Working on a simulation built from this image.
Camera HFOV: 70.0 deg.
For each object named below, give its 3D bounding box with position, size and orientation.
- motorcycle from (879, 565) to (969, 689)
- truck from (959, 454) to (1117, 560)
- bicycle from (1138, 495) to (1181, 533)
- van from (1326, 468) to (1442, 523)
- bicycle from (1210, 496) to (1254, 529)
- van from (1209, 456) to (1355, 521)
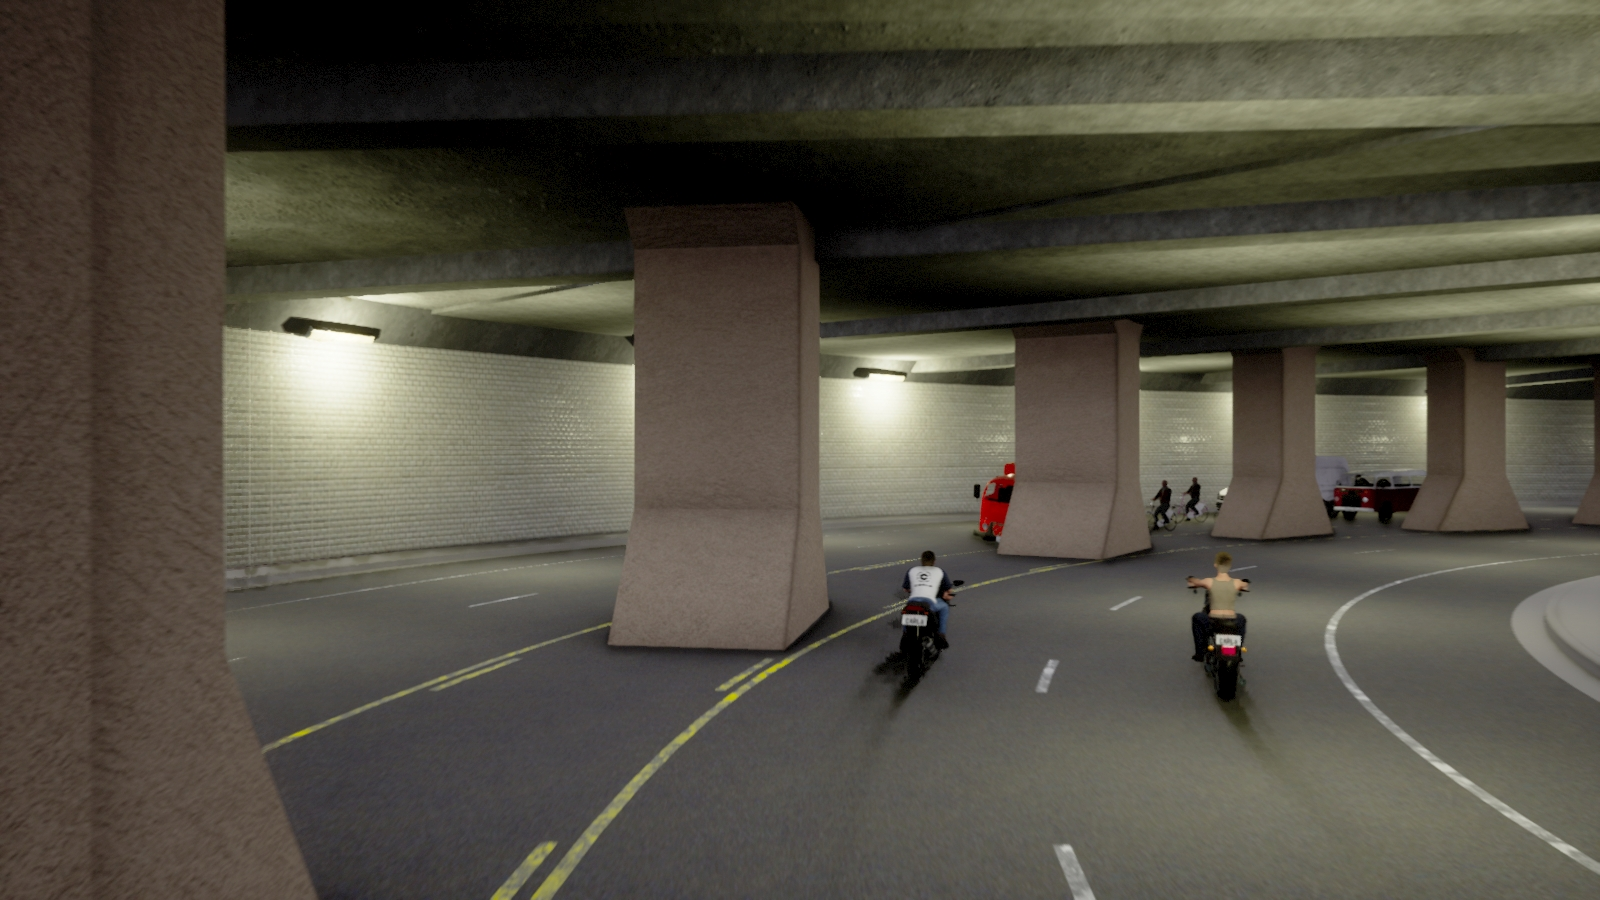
[{"bbox_3d":[1.599,2.173,14.446,0.803,1.224,2.033,1,0,15],"label":"motorcycle"},{"bbox_3d":[7.568,1.666,35.980,2.627,2.467,5.204,8,9,38],"label":"truck"},{"bbox_3d":[12.278,2.168,39.007,1.835,1.251,0.329,0,0,-33],"label":"bicycle"},{"bbox_3d":[23.345,1.779,45.640,4.480,2.038,2.069,0,0,-30],"label":"van"},{"bbox_3d":[15.509,2.230,41.006,1.835,1.126,0.329,0,0,-28],"label":"bicycle"},{"bbox_3d":[19.896,1.531,47.079,5.915,2.561,1.988,0,0,-23],"label":"van"}]
